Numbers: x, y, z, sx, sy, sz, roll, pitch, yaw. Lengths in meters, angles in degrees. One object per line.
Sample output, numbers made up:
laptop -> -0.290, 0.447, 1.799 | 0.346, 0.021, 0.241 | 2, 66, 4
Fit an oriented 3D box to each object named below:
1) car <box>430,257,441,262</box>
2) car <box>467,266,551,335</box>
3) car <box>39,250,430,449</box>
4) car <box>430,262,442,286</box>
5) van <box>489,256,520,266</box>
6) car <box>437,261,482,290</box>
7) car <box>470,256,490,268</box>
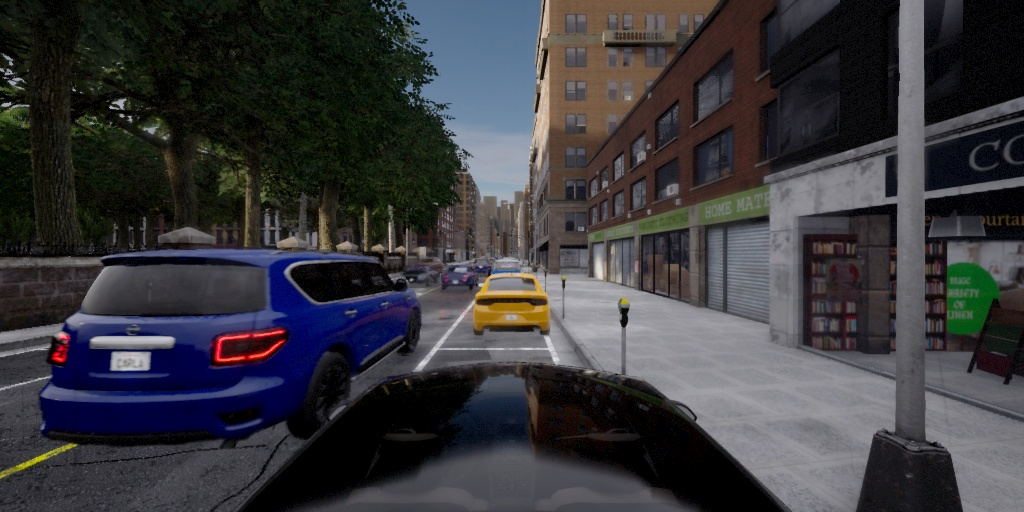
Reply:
car -> -8.813, 1.041, 38.791 | 2.192, 1.841, 5.009 | 0, 0, 0
car -> -0.005, 1.225, 10.500 | 1.882, 1.535, 5.008 | 0, 0, 0
car -> -3.057, 0.967, 5.560 | 2.150, 2.045, 5.566 | 0, -1, 0
car -> -6.245, 1.304, 24.276 | 1.994, 1.385, 4.181 | 0, 0, 0
van -> -0.289, 1.083, 21.849 | 1.690, 1.789, 3.998 | 0, 0, 0
car -> -3.147, 1.267, 22.248 | 1.812, 1.442, 4.674 | 0, 0, 0
car -> -3.050, 1.080, 37.252 | 2.097, 1.767, 4.553 | 0, 0, 0
